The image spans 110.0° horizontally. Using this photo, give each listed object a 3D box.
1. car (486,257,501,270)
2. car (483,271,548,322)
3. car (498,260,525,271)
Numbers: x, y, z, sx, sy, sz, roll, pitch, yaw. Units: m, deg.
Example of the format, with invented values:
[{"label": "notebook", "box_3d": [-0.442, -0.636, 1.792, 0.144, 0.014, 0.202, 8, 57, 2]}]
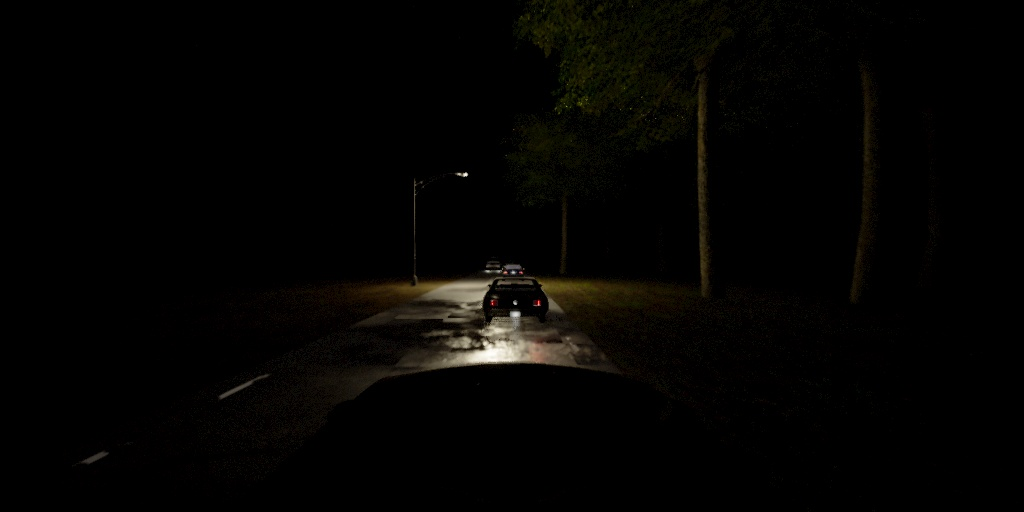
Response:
[{"label": "car", "box_3d": [-2.790, 1.144, 55.715, 2.150, 2.045, 5.566, 0, 0, 1]}, {"label": "car", "box_3d": [0.103, 1.360, 12.354, 1.895, 1.301, 4.718, 0, 0, 0]}, {"label": "car", "box_3d": [0.107, 1.342, 30.355, 2.033, 1.411, 5.357, 0, 0, 0]}]
